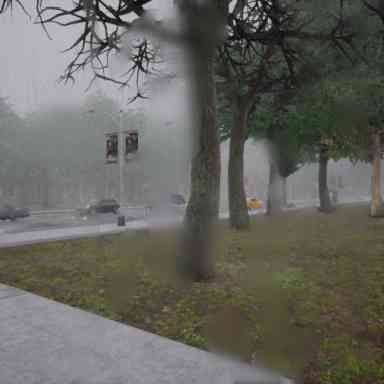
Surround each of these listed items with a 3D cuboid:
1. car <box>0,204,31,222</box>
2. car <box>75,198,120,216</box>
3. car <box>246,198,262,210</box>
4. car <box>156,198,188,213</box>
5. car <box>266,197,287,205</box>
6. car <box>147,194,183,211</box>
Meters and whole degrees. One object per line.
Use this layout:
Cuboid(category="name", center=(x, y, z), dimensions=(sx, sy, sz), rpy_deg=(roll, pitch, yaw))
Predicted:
Cuboid(category="car", center=(-14.976, 1.563, 24.776), dimensions=(2.033, 1.411, 5.357), rpy_deg=(0, 0, 35))
Cuboid(category="car", center=(-9.235, 1.383, 32.813), dimensions=(2.097, 1.767, 4.553), rpy_deg=(0, 0, 35))
Cuboid(category="car", center=(7.838, 1.551, 45.289), dimensions=(1.882, 1.535, 5.008), rpy_deg=(0, 0, 36))
Cuboid(category="car", center=(-1.522, 1.650, 37.685), dimensions=(1.895, 1.301, 4.718), rpy_deg=(0, 0, 36))
Cuboid(category="car", center=(13.633, 1.570, 53.488), dimensions=(1.882, 1.535, 5.008), rpy_deg=(0, 0, 36))
Cuboid(category="car", center=(-3.121, 1.270, 41.374), dimensions=(2.150, 2.045, 5.566), rpy_deg=(0, 0, 35))
